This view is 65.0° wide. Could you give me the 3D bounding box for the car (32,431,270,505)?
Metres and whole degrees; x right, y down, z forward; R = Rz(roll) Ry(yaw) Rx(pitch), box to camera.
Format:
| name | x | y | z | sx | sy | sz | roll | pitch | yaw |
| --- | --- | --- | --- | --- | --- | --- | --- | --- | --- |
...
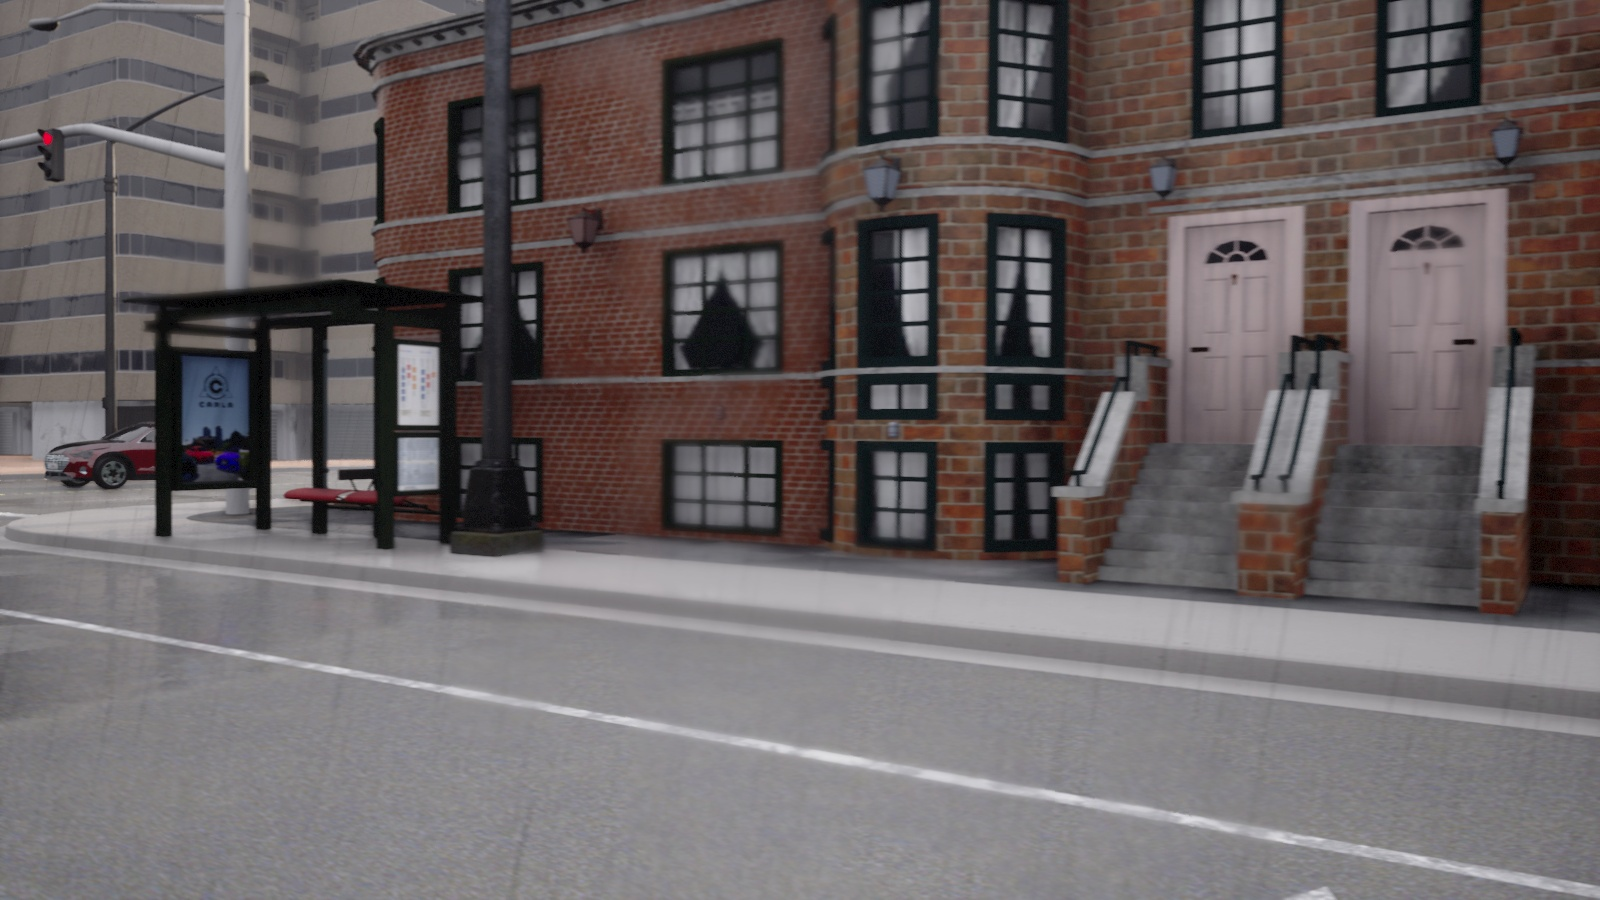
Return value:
| name | x | y | z | sx | sy | sz | roll | pitch | yaw |
| --- | --- | --- | --- | --- | --- | --- | --- | --- | --- |
| car | -15.947 | 0.369 | 31.132 | 2.033 | 1.649 | 4.856 | 0 | 1 | 33 |
